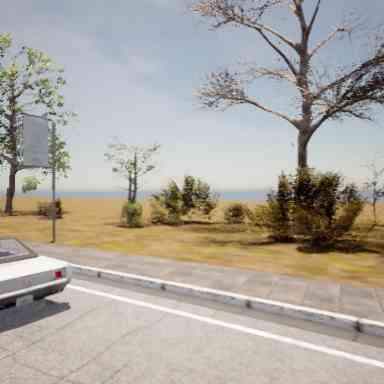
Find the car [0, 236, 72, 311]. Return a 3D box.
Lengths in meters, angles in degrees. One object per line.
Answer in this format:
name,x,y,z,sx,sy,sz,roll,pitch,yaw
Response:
car,-4.760,1.566,6.873,4.718,1.301,1.895,0,0,31
